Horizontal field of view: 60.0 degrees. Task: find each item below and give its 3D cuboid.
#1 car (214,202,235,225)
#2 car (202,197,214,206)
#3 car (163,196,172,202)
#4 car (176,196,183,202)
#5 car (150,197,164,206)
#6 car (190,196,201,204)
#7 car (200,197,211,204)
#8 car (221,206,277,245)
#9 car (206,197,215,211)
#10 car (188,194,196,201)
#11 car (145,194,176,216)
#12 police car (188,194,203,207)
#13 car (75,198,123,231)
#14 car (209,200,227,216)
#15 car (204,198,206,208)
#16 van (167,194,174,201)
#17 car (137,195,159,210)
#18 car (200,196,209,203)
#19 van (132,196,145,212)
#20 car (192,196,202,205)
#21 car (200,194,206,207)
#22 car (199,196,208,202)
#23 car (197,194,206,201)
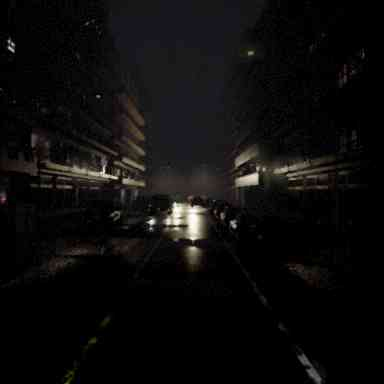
[{"bbox_3d":[2.684,1.563,20.999,2.008,1.369,4.403,0,0,0],"label":"car"},{"bbox_3d":[2.672,1.594,55.137,1.752,1.417,4.829,0,0,0],"label":"car"},{"bbox_3d":[-5.716,1.659,77.466,1.752,1.417,4.829,0,0,0],"label":"car"},{"bbox_3d":[-3.022,1.577,74.636,1.994,1.385,4.181,0,0,0],"label":"car"},{"bbox_3d":[-5.709,1.613,54.987,1.887,1.381,4.507,0,0,0],"label":"car"},{"bbox_3d":[0.724,1.581,66.895,1.882,1.535,5.008,0,0,-3],"label":"car"},{"bbox_3d":[2.668,1.644,66.292,1.887,1.381,4.507,0,0,0],"label":"car"},{"bbox_3d":[2.686,1.560,15.336,2.008,1.369,4.403,0,0,0],"label":"car"},{"bbox_3d":[2.680,1.461,32.322,1.967,1.590,4.097,0,0,0],"label":"car"},{"bbox_3d":[-0.025,1.389,84.431,2.097,1.767,4.553,0,0,0],"label":"car"},{"bbox_3d":[-3.108,1.246,33.719,2.150,2.045,5.566,0,0,0],"label":"car"},{"bbox_3d":[0.785,1.483,51.021,1.930,1.638,5.238,0,0,-2],"label":"police car"},{"bbox_3d":[-5.697,1.327,21.017,2.192,1.841,5.009,0,0,0],"label":"car"},{"bbox_3d":[2.682,1.560,26.662,1.887,1.381,4.507,0,0,0],"label":"car"},{"bbox_3d":[2.678,1.609,37.985,1.802,1.307,4.206,0,0,0],"label":"car"},{"bbox_3d":[-5.721,1.519,88.960,1.690,1.788,3.998,0,0,0],"label":"van"},{"bbox_3d":[-5.705,1.354,43.664,2.192,1.841,5.009,0,0,0],"label":"car"},{"bbox_3d":[2.666,1.660,71.957,1.887,1.381,4.507,0,0,0],"label":"car"},{"bbox_3d":[-5.702,1.368,38.004,1.690,1.788,3.998,0,0,0],"label":"van"},{"bbox_3d":[0.882,1.541,61.122,1.801,1.575,5.366,0,0,0],"label":"car"},{"bbox_3d":[2.674,1.492,49.305,1.967,1.590,4.097,0,0,0],"label":"car"},{"bbox_3d":[2.664,1.660,77.785,1.752,1.417,4.829,0,0,0],"label":"car"},{"bbox_3d":[2.658,1.519,94.600,2.192,1.841,5.009,0,0,0],"label":"car"}]
